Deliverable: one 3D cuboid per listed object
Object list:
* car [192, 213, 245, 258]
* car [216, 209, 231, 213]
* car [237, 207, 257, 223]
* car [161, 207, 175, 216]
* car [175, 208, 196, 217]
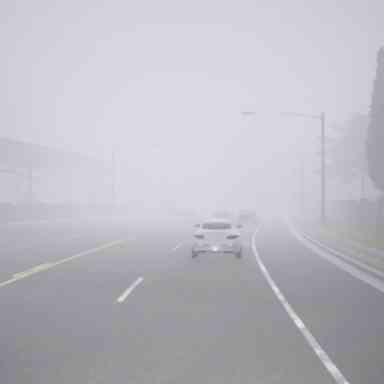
[{"bbox_3d":[1.079,1.780,13.746,1.812,1.442,4.674,0,-2,7],"label":"car"},{"bbox_3d":[4.072,2.881,42.813,1.994,1.385,4.181,0,-2,14],"label":"car"},{"bbox_3d":[6.257,2.675,37.229,2.033,1.411,5.357,0,-2,14],"label":"car"},{"bbox_3d":[-3.676,3.227,55.578,2.128,1.511,4.902,0,-2,15],"label":"car"},{"bbox_3d":[-0.726,3.260,53.024,1.895,1.301,4.718,0,-2,15],"label":"car"}]
